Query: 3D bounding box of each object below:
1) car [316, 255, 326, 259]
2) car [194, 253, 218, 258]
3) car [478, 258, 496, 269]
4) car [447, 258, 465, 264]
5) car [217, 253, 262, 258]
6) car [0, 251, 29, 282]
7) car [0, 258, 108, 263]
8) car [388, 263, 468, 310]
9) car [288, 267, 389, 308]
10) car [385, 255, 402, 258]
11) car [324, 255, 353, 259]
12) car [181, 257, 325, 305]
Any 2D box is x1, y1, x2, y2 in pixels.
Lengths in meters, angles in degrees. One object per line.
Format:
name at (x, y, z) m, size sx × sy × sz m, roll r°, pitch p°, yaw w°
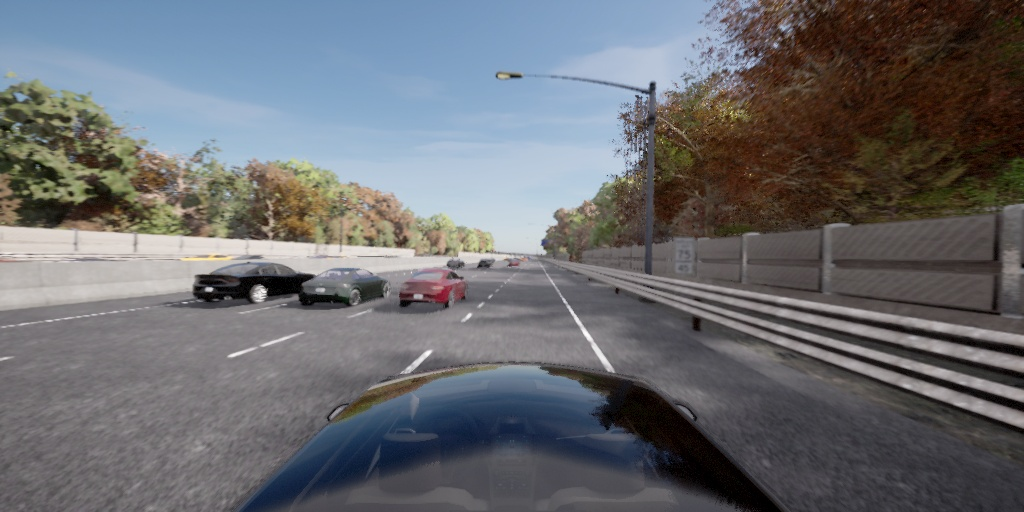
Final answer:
car at (-19.433, 0.851, 32.527) m, size 1.895 × 1.301 × 4.718 m, roll 1°, pitch 0°, yaw 4°
car at (-29.738, 0.467, 35.371) m, size 1.882 × 1.535 × 5.008 m, roll 1°, pitch 0°, yaw 4°
car at (-3.970, 1.138, 53.770) m, size 1.837 × 1.490 × 4.892 m, roll 1°, pitch 0°, yaw 4°
car at (-7.739, 1.029, 49.633) m, size 2.128 × 1.511 × 4.902 m, roll 1°, pitch 0°, yaw 4°
car at (-26.213, 0.603, 35.685) m, size 1.812 × 1.442 × 4.674 m, roll 1°, pitch 0°, yaw 4°
car at (-27.435, 0.532, 17.079) m, size 1.882 × 1.535 × 5.008 m, roll 1°, pitch 0°, yaw 4°
car at (-20.446, 0.795, 16.815) m, size 1.994 × 1.385 × 4.181 m, roll 1°, pitch 0°, yaw 4°
car at (-2.989, 1.198, 14.283) m, size 1.812 × 1.442 × 4.674 m, roll 1°, pitch 0°, yaw 4°
car at (-6.489, 1.148, 14.372) m, size 1.994 × 1.385 × 4.181 m, roll 1°, pitch 0°, yaw 4°
car at (-17.977, 0.630, 54.005) m, size 2.097 × 1.767 × 4.553 m, roll 1°, pitch 0°, yaw 4°
car at (-25.102, 0.577, 52.352) m, size 1.882 × 1.535 × 5.008 m, roll 1°, pitch 0°, yaw 4°
car at (-9.988, 0.974, 14.471) m, size 1.882 × 1.535 × 5.008 m, roll 1°, pitch 0°, yaw 4°
